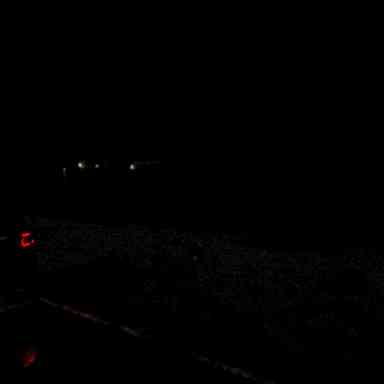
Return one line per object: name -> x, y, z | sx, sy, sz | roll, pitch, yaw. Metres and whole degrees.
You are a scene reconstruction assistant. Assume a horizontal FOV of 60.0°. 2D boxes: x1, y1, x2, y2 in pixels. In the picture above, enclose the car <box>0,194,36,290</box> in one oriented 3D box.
car -> -5.658, 1.007, 7.201 | 5.566, 2.045, 2.150 | 2, 1, 35
